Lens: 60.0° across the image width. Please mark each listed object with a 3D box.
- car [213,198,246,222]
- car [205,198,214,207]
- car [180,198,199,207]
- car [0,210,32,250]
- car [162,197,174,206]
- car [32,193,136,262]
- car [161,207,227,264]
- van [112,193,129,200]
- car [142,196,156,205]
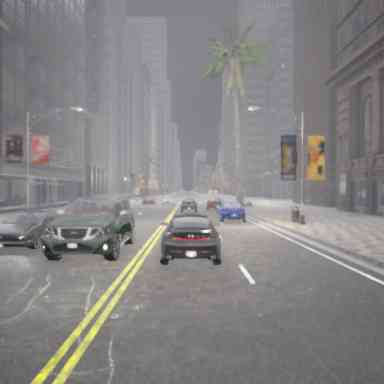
[{"bbox_3d":[3.001,1.487,26.165,1.882,1.535,5.008,0,0,0],"label":"car"},{"bbox_3d":[2.790,1.479,42.851,1.882,1.535,5.008,0,0,0],"label":"car"},{"bbox_3d":[-0.334,1.489,37.923,1.837,1.490,4.892,0,0,-1],"label":"car"},{"bbox_3d":[-6.776,1.505,14.325,2.033,1.411,5.357,0,0,-1],"label":"car"},{"bbox_3d":[-3.906,1.489,55.403,1.812,1.442,4.674,0,0,0],"label":"car"},{"bbox_3d":[-3.502,1.199,12.417,2.150,2.045,5.566,0,0,-1],"label":"car"},{"bbox_3d":[-0.048,1.502,11.789,1.837,1.490,4.892,0,0,-1],"label":"car"},{"bbox_3d":[-18.385,1.120,85.604,3.998,1.788,1.690,1,0,0],"label":"van"},{"bbox_3d":[-7.173,1.421,55.931,1.882,1.535,5.008,0,0,0],"label":"car"}]
